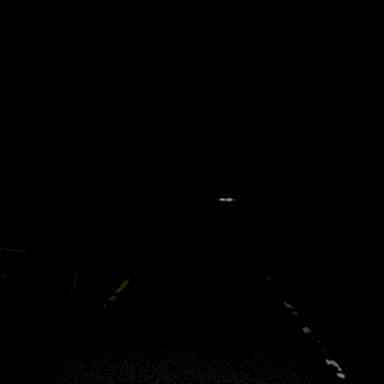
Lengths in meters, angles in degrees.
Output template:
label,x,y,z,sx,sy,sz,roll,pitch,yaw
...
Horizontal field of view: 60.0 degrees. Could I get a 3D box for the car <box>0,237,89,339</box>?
label,x,y,z,sx,sy,sz,roll,pitch,yaw
car,-3.437,1.542,5.642,1.895,1.301,4.718,0,1,2

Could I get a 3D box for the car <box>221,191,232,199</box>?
label,x,y,z,sx,sy,sz,roll,pitch,yaw
car,7.630,0.658,72.973,1.882,1.535,5.008,0,1,17
